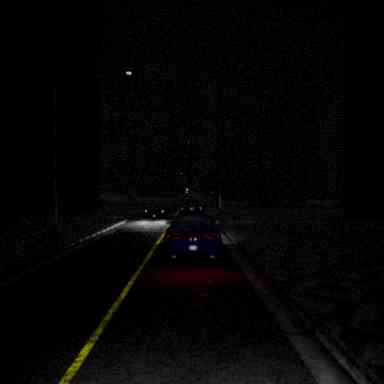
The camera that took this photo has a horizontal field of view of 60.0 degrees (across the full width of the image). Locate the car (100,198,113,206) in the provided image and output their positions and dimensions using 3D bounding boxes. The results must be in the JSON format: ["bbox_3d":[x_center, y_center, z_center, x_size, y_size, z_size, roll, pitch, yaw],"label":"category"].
[{"bbox_3d":[-14.997,1.597,53.420,4.403,1.369,2.008,1,-1,0],"label":"car"}]

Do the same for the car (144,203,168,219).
[{"bbox_3d":[-3.222,1.727,30.517,1.895,1.301,4.718,0,0,0],"label":"car"}]

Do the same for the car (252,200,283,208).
[{"bbox_3d":[11.911,1.999,53.627,4.313,1.339,1.947,1,-1,0],"label":"car"}]

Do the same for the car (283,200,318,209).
[{"bbox_3d":[17.724,2.047,53.651,4.829,1.417,1.752,1,-1,0],"label":"car"}]

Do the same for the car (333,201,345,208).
[{"bbox_3d":[28.813,2.274,62.221,4.507,1.381,1.887,1,-1,0],"label":"car"}]

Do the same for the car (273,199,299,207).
[{"bbox_3d":[17.526,2.102,62.174,4.403,1.369,2.008,1,-1,0],"label":"car"}]

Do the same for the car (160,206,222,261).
[{"bbox_3d":[0.037,1.525,12.484,1.882,1.535,5.008,0,0,0],"label":"car"}]

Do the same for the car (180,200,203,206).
[{"bbox_3d":[-0.037,1.475,30.104,2.097,1.767,4.553,0,0,0],"label":"car"}]
